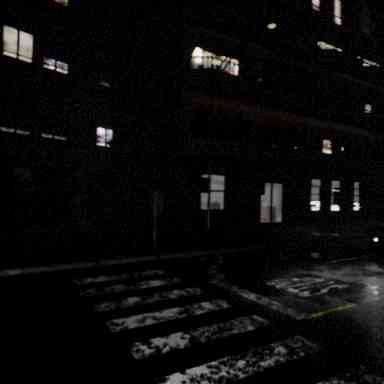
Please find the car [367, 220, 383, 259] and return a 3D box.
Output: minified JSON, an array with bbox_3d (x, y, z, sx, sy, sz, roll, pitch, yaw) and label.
[{"bbox_3d":[8.430,1.720,11.727,4.718,1.301,1.895,1,0,-31],"label":"car"}]
